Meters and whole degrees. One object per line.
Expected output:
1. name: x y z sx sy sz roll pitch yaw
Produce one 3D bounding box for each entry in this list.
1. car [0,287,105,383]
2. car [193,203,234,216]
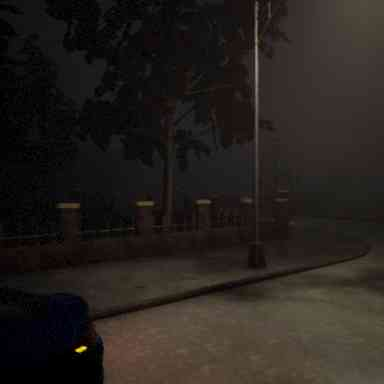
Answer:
1. car: -3.010 1.532 2.418 4.674 1.442 1.812 -1 0 -36
2. car: 1.729 1.491 29.133 1.895 1.301 4.718 0 0 -35
